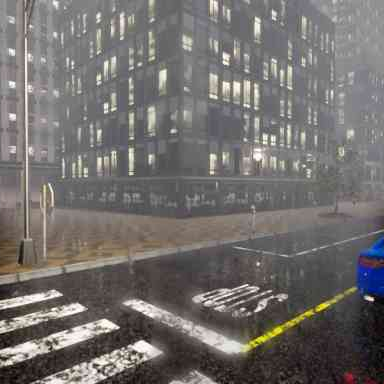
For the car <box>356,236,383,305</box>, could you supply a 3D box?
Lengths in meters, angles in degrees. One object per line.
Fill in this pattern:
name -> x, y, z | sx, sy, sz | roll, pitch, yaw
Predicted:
car -> 5.190, 1.388, 6.973 | 5.008, 1.535, 1.882 | -1, 1, -44
